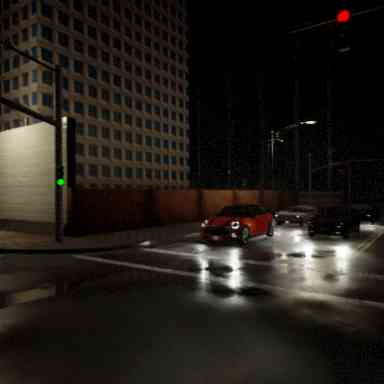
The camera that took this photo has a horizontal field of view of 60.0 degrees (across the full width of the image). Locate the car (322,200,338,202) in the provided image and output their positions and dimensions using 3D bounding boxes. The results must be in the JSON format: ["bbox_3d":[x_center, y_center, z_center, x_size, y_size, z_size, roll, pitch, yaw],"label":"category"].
[{"bbox_3d":[12.805,1.557,31.109,2.128,1.511,4.902,-1,0,36],"label":"car"}]

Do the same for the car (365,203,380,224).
[{"bbox_3d":[13.392,1.587,25.919,2.033,1.411,5.357,-1,0,35],"label":"car"}]

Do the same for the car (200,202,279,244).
[{"bbox_3d":[2.316,1.431,16.378,2.097,1.767,4.553,-1,0,35],"label":"car"}]

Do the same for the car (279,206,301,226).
[{"bbox_3d":[7.512,1.673,23.693,1.895,1.301,4.718,-1,0,35],"label":"car"}]

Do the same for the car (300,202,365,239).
[{"bbox_3d":[7.702,1.524,17.919,1.882,1.535,5.008,-1,0,35],"label":"car"}]
